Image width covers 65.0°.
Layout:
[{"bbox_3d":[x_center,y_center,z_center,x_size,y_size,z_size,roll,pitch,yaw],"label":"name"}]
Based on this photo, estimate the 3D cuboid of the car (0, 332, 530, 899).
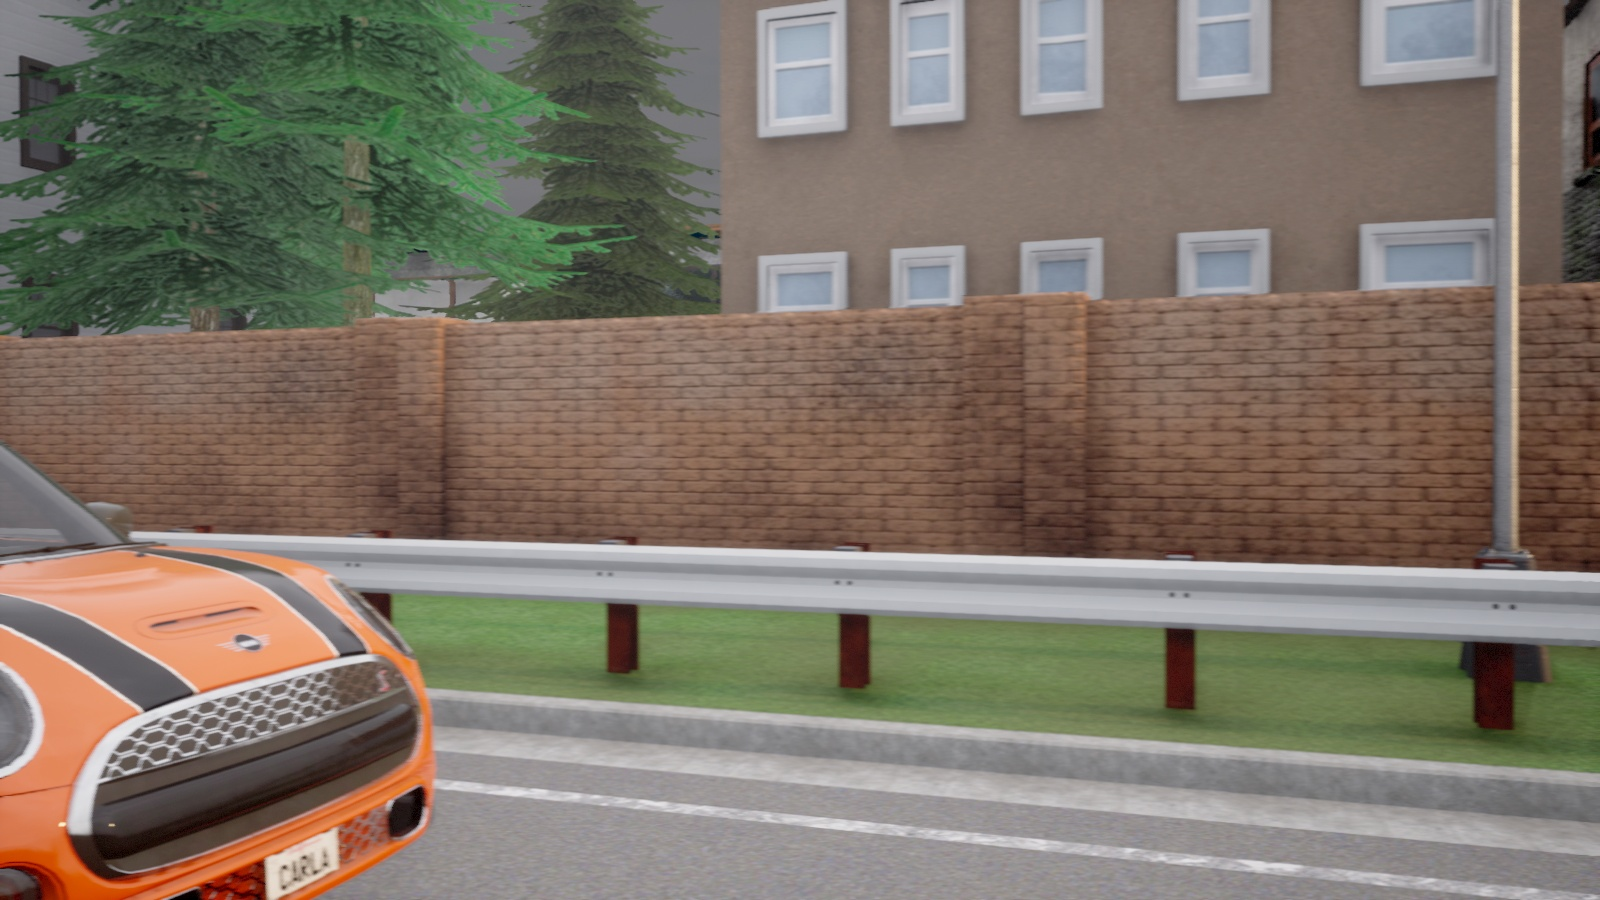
[{"bbox_3d":[-3.487,0.602,4.364,4.553,1.767,2.097,1,1,19],"label":"car"}]
